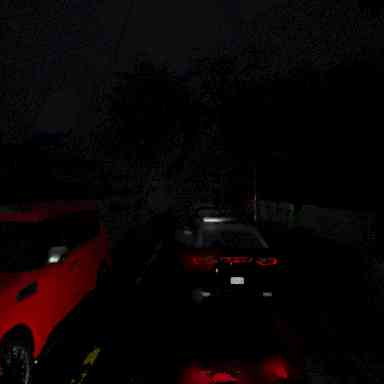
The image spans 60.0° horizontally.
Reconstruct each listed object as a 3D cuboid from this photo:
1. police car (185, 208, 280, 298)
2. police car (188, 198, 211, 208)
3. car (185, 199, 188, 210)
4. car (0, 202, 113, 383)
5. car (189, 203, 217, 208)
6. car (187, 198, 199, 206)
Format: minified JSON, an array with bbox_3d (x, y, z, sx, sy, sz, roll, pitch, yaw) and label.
[{"bbox_3d":[0.842,1.433,8.721,1.930,1.638,5.238,0,0,0],"label":"police car"},{"bbox_3d":[0.878,1.454,24.730,1.930,1.638,5.238,0,0,0],"label":"police car"},{"bbox_3d":[0.115,1.669,45.415,1.994,1.385,4.181,0,0,2],"label":"car"},{"bbox_3d":[-2.744,1.225,4.878,2.150,2.045,5.566,0,0,0],"label":"car"},{"bbox_3d":[0.864,1.544,18.616,1.812,1.442,4.674,0,0,0],"label":"car"},{"bbox_3d":[0.130,1.732,58.973,1.994,1.385,4.181,0,0,0],"label":"car"}]
